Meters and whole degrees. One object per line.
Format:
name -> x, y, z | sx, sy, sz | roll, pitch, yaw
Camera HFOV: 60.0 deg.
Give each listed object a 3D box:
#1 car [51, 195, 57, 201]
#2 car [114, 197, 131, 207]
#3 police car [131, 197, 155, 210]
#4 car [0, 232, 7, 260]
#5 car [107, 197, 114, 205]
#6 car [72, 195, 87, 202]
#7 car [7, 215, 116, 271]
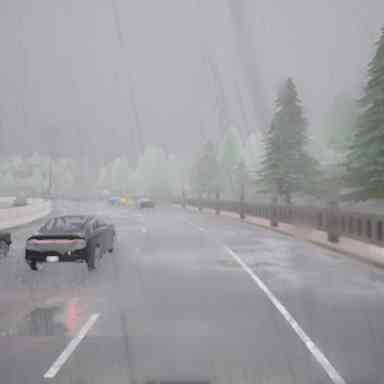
car -> -37.437, 1.488, 87.314 | 5.008, 1.535, 1.882 | 0, 0, 41
car -> -10.757, 1.539, 54.347 | 1.801, 1.575, 5.366 | 0, 0, -27
police car -> -6.294, 1.494, 44.243 | 1.930, 1.638, 5.238 | 0, 0, -21
car -> -7.122, 1.616, 9.535 | 1.895, 1.301, 4.718 | 0, 0, -3
car -> -13.792, 1.570, 59.972 | 1.882, 1.535, 5.008 | 0, 0, -30
car -> -25.524, 1.494, 75.102 | 2.128, 1.511, 4.902 | 0, 0, -41
car -> -3.729, 1.509, 10.954 | 2.128, 1.511, 4.902 | 0, 0, -4
